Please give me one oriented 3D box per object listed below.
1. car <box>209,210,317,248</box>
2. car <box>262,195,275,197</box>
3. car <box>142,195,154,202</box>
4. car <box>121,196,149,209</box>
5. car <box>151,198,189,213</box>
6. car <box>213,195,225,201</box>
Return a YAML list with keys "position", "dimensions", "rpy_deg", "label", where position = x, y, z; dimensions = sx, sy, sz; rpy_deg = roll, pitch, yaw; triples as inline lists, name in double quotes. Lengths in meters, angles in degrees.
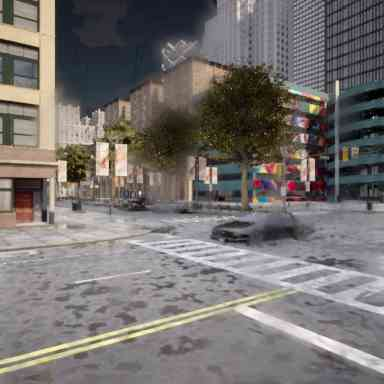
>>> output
- position: [3.366, 1.550, 14.980]
  dimensions: [5.357, 1.411, 2.033]
  rpy_deg: [0, 0, -35]
  label: "car"
- position: [16.235, 1.333, 71.958]
  dimensions: [2.002, 1.452, 4.674]
  rpy_deg: [0, 0, -36]
  label: "car"
- position: [-9.366, 1.363, 67.574]
  dimensions: [2.097, 1.767, 4.553]
  rpy_deg: [0, 0, -37]
  label: "car"
- position: [-8.158, 1.569, 45.857]
  dimensions: [1.994, 1.385, 4.181]
  rpy_deg: [0, 0, -37]
  label: "car"
- position: [-2.355, 1.605, 37.767]
  dimensions: [1.895, 1.301, 4.718]
  rpy_deg: [0, 0, -36]
  label: "car"
- position: [5.762, 1.425, 79.447]
  dimensions: [2.161, 1.482, 4.786]
  rpy_deg: [0, 0, -36]
  label: "car"
